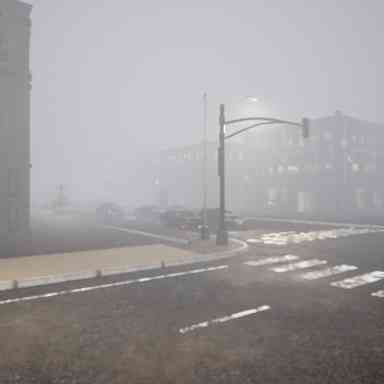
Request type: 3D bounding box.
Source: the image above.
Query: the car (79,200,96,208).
[{"bbox_3d":[-21.019,2.408,66.890,1.887,1.381,4.507,-1,0,-35],"label":"car"}]

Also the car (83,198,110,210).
[{"bbox_3d":[-15.919,2.227,55.246,2.128,1.511,4.902,0,-1,-35],"label":"car"}]

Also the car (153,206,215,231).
[{"bbox_3d":[-0.691,1.924,23.573,1.947,1.339,4.313,-1,0,-35],"label":"car"}]

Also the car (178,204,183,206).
[{"bbox_3d":[-1.793,2.085,39.811,1.802,1.307,4.206,-1,0,-35],"label":"car"}]

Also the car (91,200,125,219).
[{"bbox_3d":[-8.627,1.956,34.958,1.967,1.590,4.097,-1,0,-35],"label":"car"}]

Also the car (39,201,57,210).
[{"bbox_3d":[-24.549,2.342,57.385,1.752,1.417,4.829,-1,0,-35],"label":"car"}]

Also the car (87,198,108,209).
[{"bbox_3d":[-17.819,2.120,62.377,2.192,1.841,5.009,-1,0,-35],"label":"car"}]

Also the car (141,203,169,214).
[{"bbox_3d":[-4.996,2.147,44.324,1.802,1.307,4.206,-1,0,-35],"label":"car"}]

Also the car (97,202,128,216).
[{"bbox_3d":[-9.955,2.070,41.333,2.128,1.511,4.902,0,-1,-35],"label":"car"}]

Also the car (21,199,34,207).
[{"bbox_3d":[-37.467,2.489,75.577,1.967,1.590,4.097,-1,0,-35],"label":"car"}]

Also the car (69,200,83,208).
[{"bbox_3d":[-22.605,2.422,64.663,1.994,1.385,4.181,0,-1,-35],"label":"car"}]

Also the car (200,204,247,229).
[{"bbox_3d":[1.989,1.870,24.500,1.812,1.442,4.674,0,-1,-34],"label":"car"}]

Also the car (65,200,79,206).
[{"bbox_3d":[-27.428,2.544,75.917,1.947,1.339,4.313,-1,0,-35],"label":"car"}]

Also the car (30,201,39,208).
[{"bbox_3d":[-31.057,2.485,66.551,2.008,1.369,4.403,-1,0,-35],"label":"car"}]

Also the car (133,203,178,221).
[{"bbox_3d":[-3.958,2.009,32.868,2.033,1.411,5.357,0,-1,-36],"label":"car"}]
